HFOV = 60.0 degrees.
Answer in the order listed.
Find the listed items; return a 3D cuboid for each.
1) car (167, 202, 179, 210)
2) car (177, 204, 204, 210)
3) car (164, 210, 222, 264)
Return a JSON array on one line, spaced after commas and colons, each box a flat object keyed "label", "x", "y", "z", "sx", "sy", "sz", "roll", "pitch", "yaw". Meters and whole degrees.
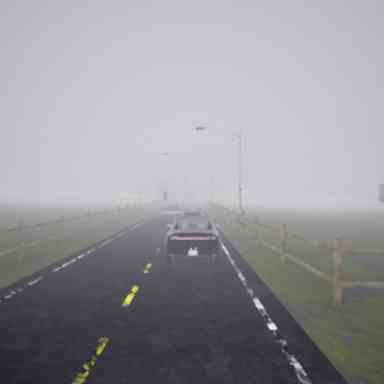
[{"label": "car", "x": -2.823, "y": 2.201, "z": 51.170, "sx": 1.895, "sy": 1.301, "sz": 4.718, "roll": 0, "pitch": -1, "yaw": 0}, {"label": "car", "x": 0.053, "y": 1.884, "z": 27.556, "sx": 1.994, "sy": 1.385, "sz": 4.181, "roll": 0, "pitch": -1, "yaw": 0}, {"label": "car", "x": 0.050, "y": 1.636, "z": 12.374, "sx": 2.128, "sy": 1.511, "sz": 4.902, "roll": 0, "pitch": -1, "yaw": 1}]
